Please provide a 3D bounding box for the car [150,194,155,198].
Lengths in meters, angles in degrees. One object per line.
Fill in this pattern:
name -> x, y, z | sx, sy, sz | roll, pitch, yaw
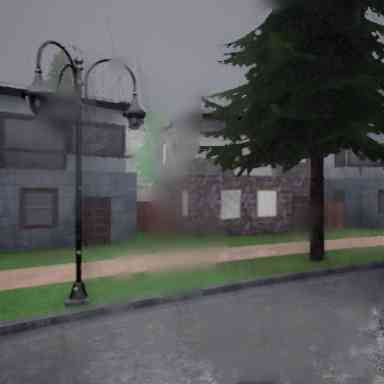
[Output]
car -> -8.821, 1.218, 78.865 | 1.905, 1.878, 3.866 | 0, 0, -12
